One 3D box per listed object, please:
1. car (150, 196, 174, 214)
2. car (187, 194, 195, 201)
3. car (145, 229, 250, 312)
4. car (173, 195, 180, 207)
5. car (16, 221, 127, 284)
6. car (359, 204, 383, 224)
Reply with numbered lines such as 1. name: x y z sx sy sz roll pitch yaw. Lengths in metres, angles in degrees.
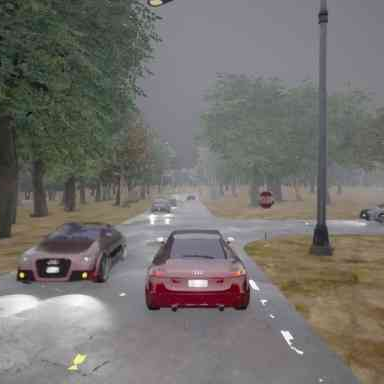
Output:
1. car: -3.175 1.430 34.652 1.837 1.490 4.892 1 1 0
2. car: -0.174 1.199 75.314 1.837 1.490 4.892 0 0 0
3. car: 0.090 1.558 7.796 1.994 1.385 4.181 0 0 0
4. car: -3.196 1.424 48.686 2.033 1.411 5.357 0 0 0
5. car: -3.129 1.556 9.462 1.994 1.385 4.181 0 0 0
6. car: 13.557 1.350 22.262 4.181 1.385 1.994 -1 1 2
